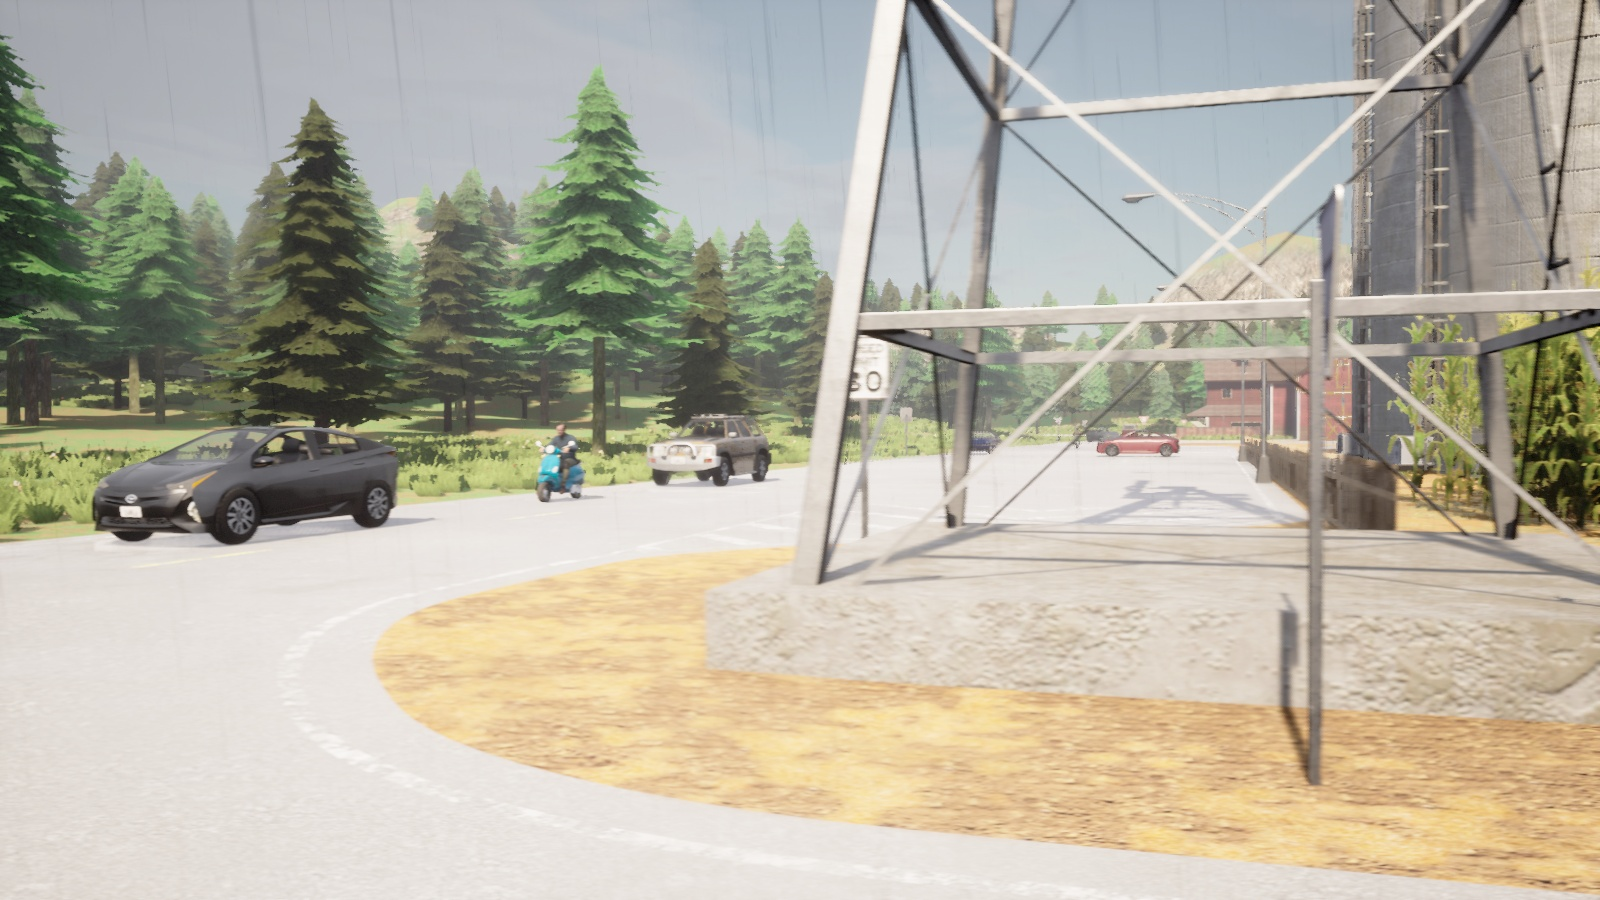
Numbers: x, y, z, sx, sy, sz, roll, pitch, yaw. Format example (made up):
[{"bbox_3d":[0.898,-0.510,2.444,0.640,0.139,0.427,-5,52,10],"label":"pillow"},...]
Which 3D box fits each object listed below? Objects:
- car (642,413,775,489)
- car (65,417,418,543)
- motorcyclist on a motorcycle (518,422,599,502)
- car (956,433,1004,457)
[{"bbox_3d":[-2.350,-0.042,33.512,1.932,1.855,4.605,1,2,18],"label":"car"},{"bbox_3d":[-7.574,0.325,17.610,2.007,1.525,4.514,1,1,18],"label":"car"},{"bbox_3d":[-4.918,0.214,25.697,0.866,1.590,1.817,1,1,18],"label":"motorcyclist on a motorcycle"},{"bbox_3d":[10.411,-0.321,72.364,1.895,1.301,4.718,1,1,18],"label":"car"}]
